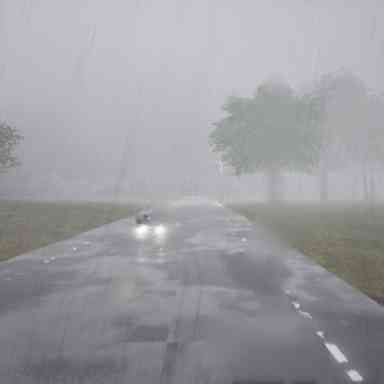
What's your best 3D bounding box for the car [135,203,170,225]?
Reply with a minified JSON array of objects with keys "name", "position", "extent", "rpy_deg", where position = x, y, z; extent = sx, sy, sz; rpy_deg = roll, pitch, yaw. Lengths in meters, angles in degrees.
[{"name":"car","position":[-2.710,1.512,23.584],"extent":[1.994,1.385,4.181],"rpy_deg":[-2,0,2]}]
